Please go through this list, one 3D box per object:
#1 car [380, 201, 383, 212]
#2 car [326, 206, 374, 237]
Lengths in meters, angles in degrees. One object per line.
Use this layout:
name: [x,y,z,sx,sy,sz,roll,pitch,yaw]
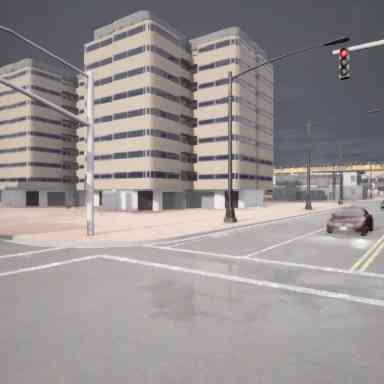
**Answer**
car: [22.950,1.485,38.331,2.128,1.511,4.902,0,0,35]
car: [8.822,1.538,18.358,1.812,1.442,4.674,0,0,35]
